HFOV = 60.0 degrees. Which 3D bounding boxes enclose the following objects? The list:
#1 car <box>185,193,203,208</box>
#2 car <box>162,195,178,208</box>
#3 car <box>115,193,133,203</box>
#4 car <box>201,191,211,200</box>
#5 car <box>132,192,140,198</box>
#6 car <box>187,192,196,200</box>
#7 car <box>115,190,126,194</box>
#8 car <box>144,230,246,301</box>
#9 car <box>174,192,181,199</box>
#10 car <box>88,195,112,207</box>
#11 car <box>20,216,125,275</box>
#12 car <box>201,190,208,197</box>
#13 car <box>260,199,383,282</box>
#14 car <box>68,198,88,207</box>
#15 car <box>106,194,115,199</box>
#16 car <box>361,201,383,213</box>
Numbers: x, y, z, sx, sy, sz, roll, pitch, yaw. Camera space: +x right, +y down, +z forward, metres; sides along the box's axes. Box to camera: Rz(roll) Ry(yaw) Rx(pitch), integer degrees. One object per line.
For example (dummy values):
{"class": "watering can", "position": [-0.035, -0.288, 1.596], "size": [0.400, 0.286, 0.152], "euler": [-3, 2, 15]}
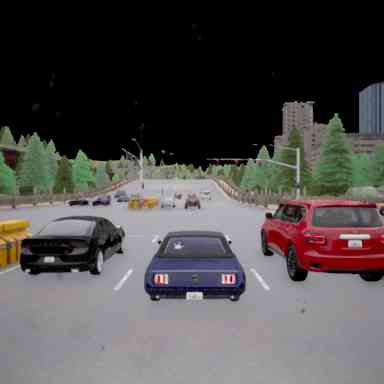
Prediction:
{"class": "car", "position": [0.107, 1.350, 47.683], "size": [2.097, 1.767, 4.553], "euler": [0, 0, 0]}
{"class": "car", "position": [-3.392, 1.523, 49.019], "size": [1.812, 1.442, 4.674], "euler": [0, 0, 0]}
{"class": "car", "position": [-14.027, 1.516, 68.037], "size": [2.033, 1.411, 5.357], "euler": [0, 0, 0]}
{"class": "car", "position": [3.410, 0.790, 79.866], "size": [2.150, 2.045, 5.566], "euler": [0, 3, 0]}
{"class": "car", "position": [-14.105, 0.854, 82.547], "size": [1.812, 1.442, 4.674], "euler": [0, 3, 0]}
{"class": "car", "position": [-0.104, 0.928, 82.315], "size": [2.128, 1.511, 4.902], "euler": [0, 4, 0]}
{"class": "car", "position": [-17.601, 0.611, 81.863], "size": [2.150, 2.045, 5.566], "euler": [0, 3, 0]}
{"class": "car", "position": [0.069, 1.600, 8.255], "size": [1.895, 1.301, 4.718], "euler": [0, 0, 0]}
{"class": "car", "position": [-3.610, 0.844, 83.543], "size": [2.128, 1.511, 4.902], "euler": [0, 4, 0]}
{"class": "car", "position": [-14.082, 1.598, 51.767], "size": [1.895, 1.301, 4.718], "euler": [0, 0, 0]}
{"class": "car", "position": [-3.420, 1.477, 10.481], "size": [1.882, 1.535, 5.008], "euler": [0, 0, 0]}
{"class": "car", "position": [3.353, 0.343, 90.325], "size": [1.895, 1.301, 4.718], "euler": [0, 7, 0]}
{"class": "car", "position": [3.574, 1.221, 9.936], "size": [2.150, 2.045, 5.566], "euler": [0, 0, 0]}
{"class": "car", "position": [-17.579, 1.598, 51.786], "size": [1.895, 1.301, 4.718], "euler": [0, 0, 0]}
{"class": "car", "position": [-17.523, 1.338, 66.736], "size": [2.097, 1.767, 4.553], "euler": [0, 0, 0]}
{"class": "car", "position": [21.141, 1.599, 35.914], "size": [4.718, 1.301, 1.895], "euler": [0, 0, 0]}
